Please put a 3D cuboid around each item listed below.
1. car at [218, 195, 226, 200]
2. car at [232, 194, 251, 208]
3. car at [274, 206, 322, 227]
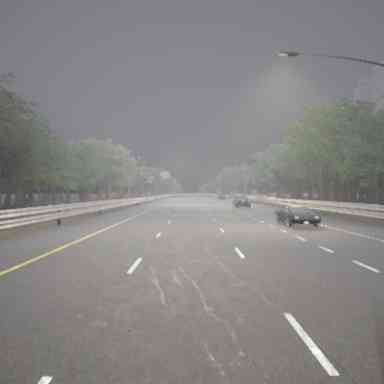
[{"bbox_3d":[8.581,1.494,93.724,1.837,1.490,4.892,0,0,11],"label":"car"},{"bbox_3d":[7.051,1.351,47.776,2.097,1.767,4.553,0,0,0],"label":"car"},{"bbox_3d":[7.020,1.602,22.604,1.895,1.301,4.718,0,0,0],"label":"car"}]
